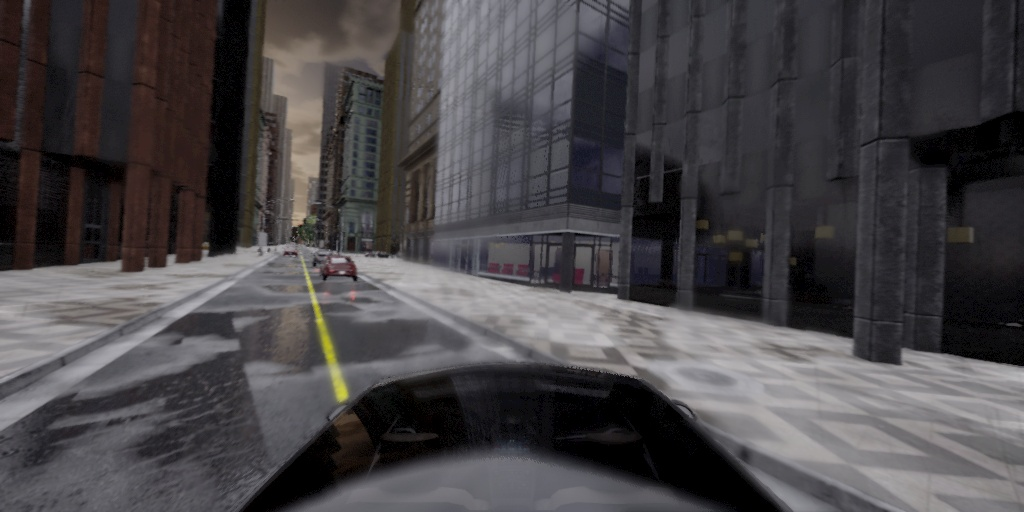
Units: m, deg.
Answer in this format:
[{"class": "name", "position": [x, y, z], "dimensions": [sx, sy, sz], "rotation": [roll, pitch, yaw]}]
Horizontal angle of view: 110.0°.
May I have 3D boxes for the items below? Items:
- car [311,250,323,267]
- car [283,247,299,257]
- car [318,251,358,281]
[{"class": "car", "position": [-18.049, 0.215, 34.377], "dimensions": [2.128, 1.511, 4.902], "rotation": [3, 0, -30]}, {"class": "car", "position": [-33.816, -0.690, 54.905], "dimensions": [1.882, 1.535, 5.008], "rotation": [3, 0, -31]}, {"class": "car", "position": [-10.560, 0.672, 21.865], "dimensions": [1.812, 1.442, 4.674], "rotation": [3, 0, -31]}]
